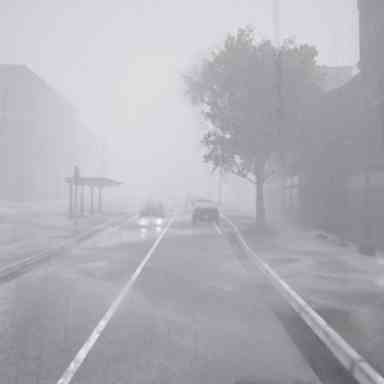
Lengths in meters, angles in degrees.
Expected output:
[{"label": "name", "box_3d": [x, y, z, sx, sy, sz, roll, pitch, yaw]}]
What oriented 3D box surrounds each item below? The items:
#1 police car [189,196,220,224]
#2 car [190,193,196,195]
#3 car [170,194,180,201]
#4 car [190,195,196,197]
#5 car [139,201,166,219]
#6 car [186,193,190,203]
[{"label": "police car", "box_3d": [0.940, 1.380, 24.465, 1.930, 1.638, 5.238, 0, 0, 0]}, {"label": "car", "box_3d": [0.949, 1.254, 40.560, 1.801, 1.575, 5.366, 0, 1, 0]}, {"label": "car", "box_3d": [-3.516, 1.055, 69.286, 1.812, 1.442, 4.674, 0, 0, 0]}, {"label": "car", "box_3d": [0.947, 1.368, 34.365, 1.837, 1.490, 4.892, 0, 1, 0]}, {"label": "car", "box_3d": [-3.301, 1.484, 28.495, 1.994, 1.385, 4.181, 0, 1, 0]}, {"label": "car", "box_3d": [-0.060, 1.233, 59.276, 1.895, 1.301, 4.718, 0, 0, 0]}]
